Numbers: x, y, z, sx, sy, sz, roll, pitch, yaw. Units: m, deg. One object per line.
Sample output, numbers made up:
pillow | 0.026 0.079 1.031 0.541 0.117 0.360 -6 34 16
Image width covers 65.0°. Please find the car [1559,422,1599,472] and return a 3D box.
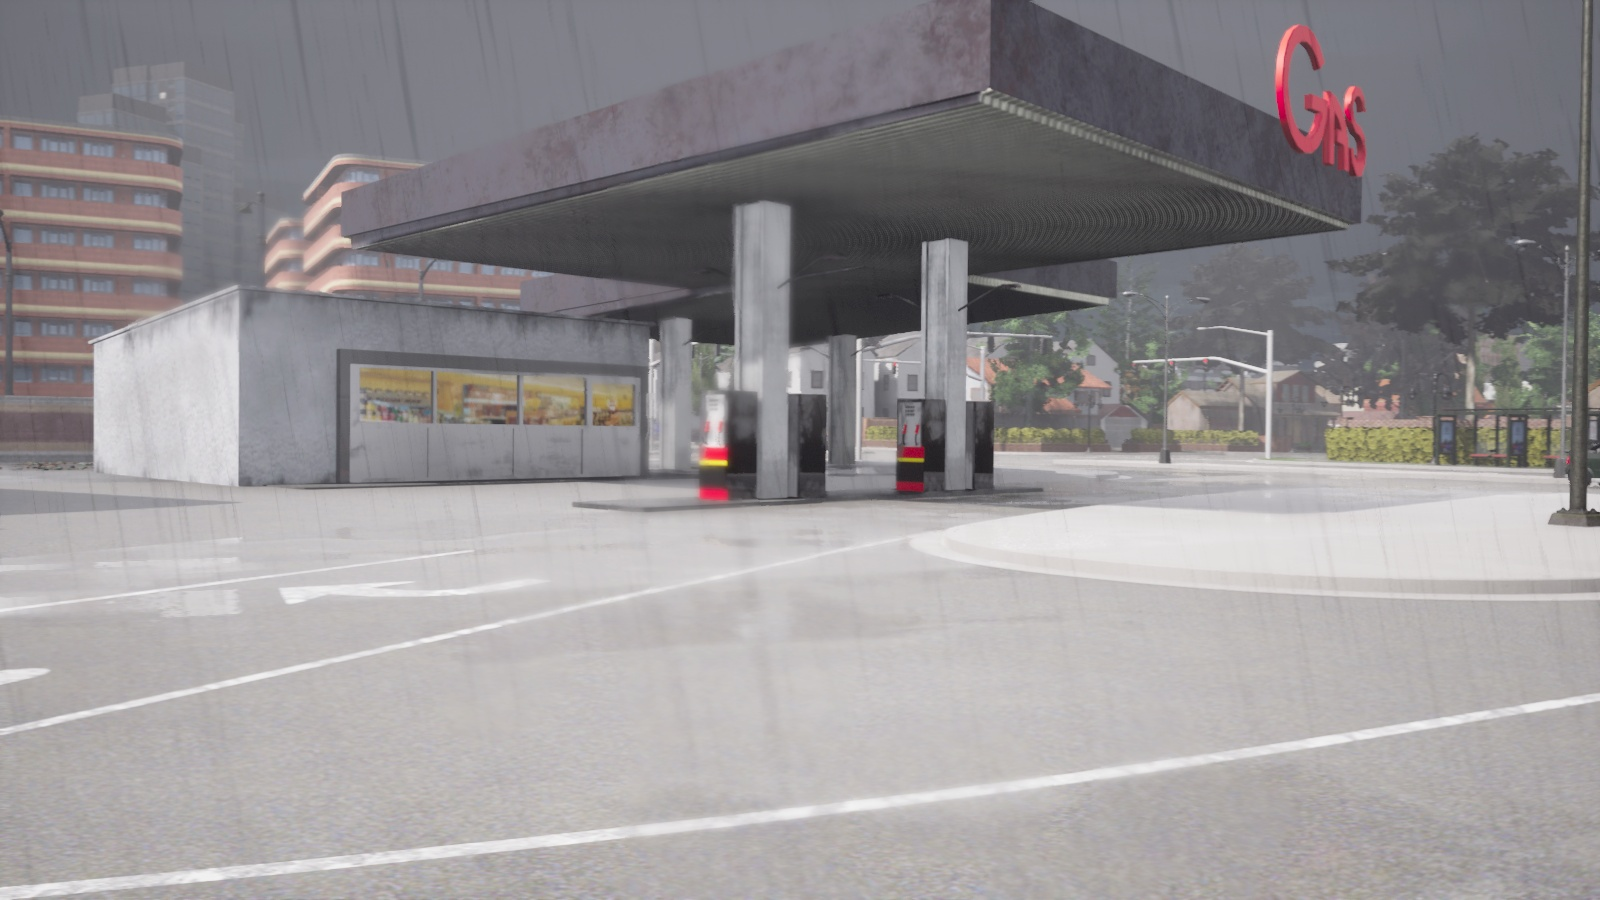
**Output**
car | 25.874 -0.099 38.830 1.789 1.549 3.705 -1 1 -29
